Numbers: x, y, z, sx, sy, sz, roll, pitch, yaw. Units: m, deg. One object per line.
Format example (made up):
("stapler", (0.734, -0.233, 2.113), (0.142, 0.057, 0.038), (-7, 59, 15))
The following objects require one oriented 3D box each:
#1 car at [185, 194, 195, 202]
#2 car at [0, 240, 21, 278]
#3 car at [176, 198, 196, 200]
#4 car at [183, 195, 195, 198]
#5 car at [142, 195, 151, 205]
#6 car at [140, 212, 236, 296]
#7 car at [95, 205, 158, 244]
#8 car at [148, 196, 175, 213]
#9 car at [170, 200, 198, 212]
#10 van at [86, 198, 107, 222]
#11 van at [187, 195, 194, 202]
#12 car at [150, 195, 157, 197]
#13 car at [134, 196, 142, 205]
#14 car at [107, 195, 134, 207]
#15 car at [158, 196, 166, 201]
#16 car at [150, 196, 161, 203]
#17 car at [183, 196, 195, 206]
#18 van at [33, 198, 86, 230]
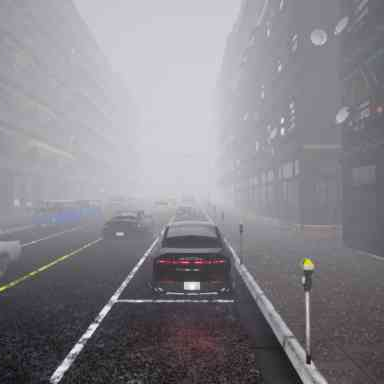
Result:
("car", (-0.473, 1.521, 81.536), (2.192, 1.841, 5.009), (1, 0, 0))
("car", (-5.871, 1.605, 7.368), (1.895, 1.301, 4.718), (0, 0, 0))
("car", (-0.438, 1.582, 31.754), (1.887, 1.381, 4.507), (1, 0, 0))
("car", (-0.429, 1.490, 37.286), (1.967, 1.590, 4.097), (1, 0, 0))
("car", (-8.321, 1.660, 53.938), (1.947, 1.339, 4.313), (1, 0, 0))
("car", (0.000, 1.509, 8.653), (1.837, 1.490, 4.892), (0, 0, 0))
("car", (-2.921, 1.537, 15.801), (1.812, 1.442, 4.674), (0, 0, 0))
("car", (-3.023, 1.499, 33.893), (1.801, 1.575, 5.366), (0, 0, 0))
("car", (-0.438, 1.572, 26.224), (1.887, 1.381, 4.507), (1, 0, 0))
("van", (-8.314, 1.368, 26.285), (1.690, 1.788, 3.998), (1, 0, 0))
("van", (-0.474, 1.575, 87.068), (1.690, 1.788, 3.998), (1, 0, 0))
("car", (-8.317, 1.471, 70.528), (2.192, 1.841, 5.009), (1, 0, 0))
("car", (-8.314, 1.379, 42.876), (2.192, 1.841, 5.009), (1, 0, 0))
("car", (-8.314, 1.365, 37.346), (2.192, 1.841, 5.009), (1, 0, 0))
("car", (-8.326, 1.846, 92.652), (1.802, 1.307, 4.206), (1, 0, 0))
("car", (-8.324, 1.725, 76.059), (1.887, 1.381, 4.507), (1, 0, 0))
("car", (-0.473, 1.553, 59.411), (1.967, 1.590, 4.097), (1, 0, 0))
("van", (-8.312, 1.359, 20.753), (1.690, 1.788, 3.998), (2, 0, 0))
